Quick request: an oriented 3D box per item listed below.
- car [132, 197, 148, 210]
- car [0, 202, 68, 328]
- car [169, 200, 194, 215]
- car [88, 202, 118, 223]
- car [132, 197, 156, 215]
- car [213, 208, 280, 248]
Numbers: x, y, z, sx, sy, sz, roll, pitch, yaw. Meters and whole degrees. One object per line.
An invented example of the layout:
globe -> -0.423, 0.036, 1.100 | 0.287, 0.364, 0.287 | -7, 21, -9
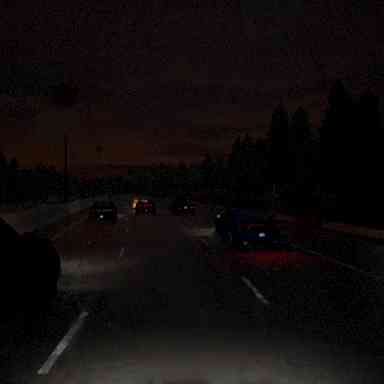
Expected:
car -> -6.882, 1.428, 43.962 | 1.882, 1.535, 5.008 | 0, 0, -11
car -> -3.693, 1.216, 4.515 | 2.150, 2.045, 5.566 | 0, 0, -3
car -> -1.081, 1.510, 33.023 | 2.033, 1.411, 5.357 | 0, 0, -12
car -> -6.627, 1.463, 24.978 | 2.128, 1.511, 4.902 | 0, 0, -11
car -> -4.663, 1.455, 32.996 | 2.128, 1.511, 4.902 | 0, 0, -11
car -> 2.267, 1.461, 14.946 | 1.882, 1.535, 5.008 | 0, 0, -8
